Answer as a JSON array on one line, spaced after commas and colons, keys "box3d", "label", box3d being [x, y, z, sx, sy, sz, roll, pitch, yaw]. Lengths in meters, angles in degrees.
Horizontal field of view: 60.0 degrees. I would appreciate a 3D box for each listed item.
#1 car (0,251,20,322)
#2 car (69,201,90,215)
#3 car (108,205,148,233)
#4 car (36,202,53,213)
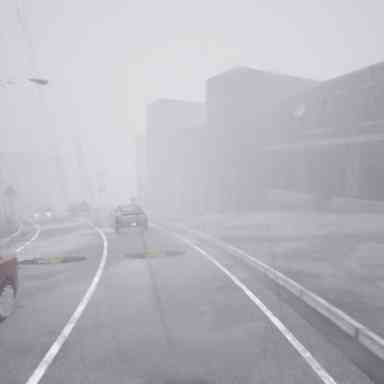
[{"box3d": [-4.069, 1.526, 4.386, 1.882, 1.535, 5.008, -1, 0, -6], "label": "car"}, {"box3d": [-13.095, 1.775, 38.585, 2.128, 1.511, 4.902, -3, 0, -27], "label": "car"}, {"box3d": [-3.968, 1.541, 20.311, 2.128, 1.511, 4.902, -2, 0, -20], "label": "car"}, {"box3d": [-20.301, 2.048, 45.714, 1.812, 1.442, 4.674, -2, 0, -21], "label": "car"}]
